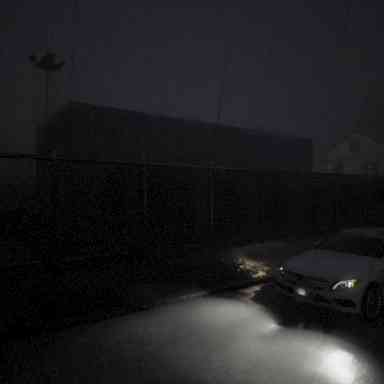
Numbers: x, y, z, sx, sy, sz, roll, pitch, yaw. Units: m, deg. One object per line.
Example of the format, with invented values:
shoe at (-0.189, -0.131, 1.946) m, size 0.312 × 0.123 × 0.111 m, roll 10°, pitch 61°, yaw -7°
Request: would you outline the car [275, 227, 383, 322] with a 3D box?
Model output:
car at (3.890, 1.546, 7.378) m, size 4.674 × 1.442 × 1.812 m, roll 0°, pitch 0°, yaw -35°
